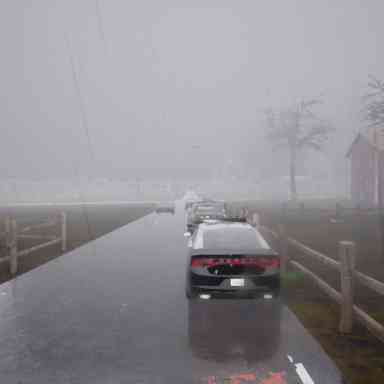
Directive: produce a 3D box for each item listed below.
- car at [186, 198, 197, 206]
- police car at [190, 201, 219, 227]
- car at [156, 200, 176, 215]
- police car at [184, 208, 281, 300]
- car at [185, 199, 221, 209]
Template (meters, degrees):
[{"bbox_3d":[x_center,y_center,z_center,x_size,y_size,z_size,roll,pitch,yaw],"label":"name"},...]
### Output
[{"bbox_3d":[-0.046,1.837,59.519,1.895,1.301,4.718,0,0,0],"label":"car"},{"bbox_3d":[0.806,1.502,24.595,1.930,1.638,5.238,0,0,0],"label":"police car"},{"bbox_3d":[-2.779,1.616,35.673,1.882,1.535,5.008,0,0,0],"label":"car"},{"bbox_3d":[0.818,1.432,8.587,1.930,1.638,5.238,0,0,0],"label":"police car"},{"bbox_3d":[0.809,1.394,18.453,2.097,1.767,4.553,0,0,0],"label":"car"}]
